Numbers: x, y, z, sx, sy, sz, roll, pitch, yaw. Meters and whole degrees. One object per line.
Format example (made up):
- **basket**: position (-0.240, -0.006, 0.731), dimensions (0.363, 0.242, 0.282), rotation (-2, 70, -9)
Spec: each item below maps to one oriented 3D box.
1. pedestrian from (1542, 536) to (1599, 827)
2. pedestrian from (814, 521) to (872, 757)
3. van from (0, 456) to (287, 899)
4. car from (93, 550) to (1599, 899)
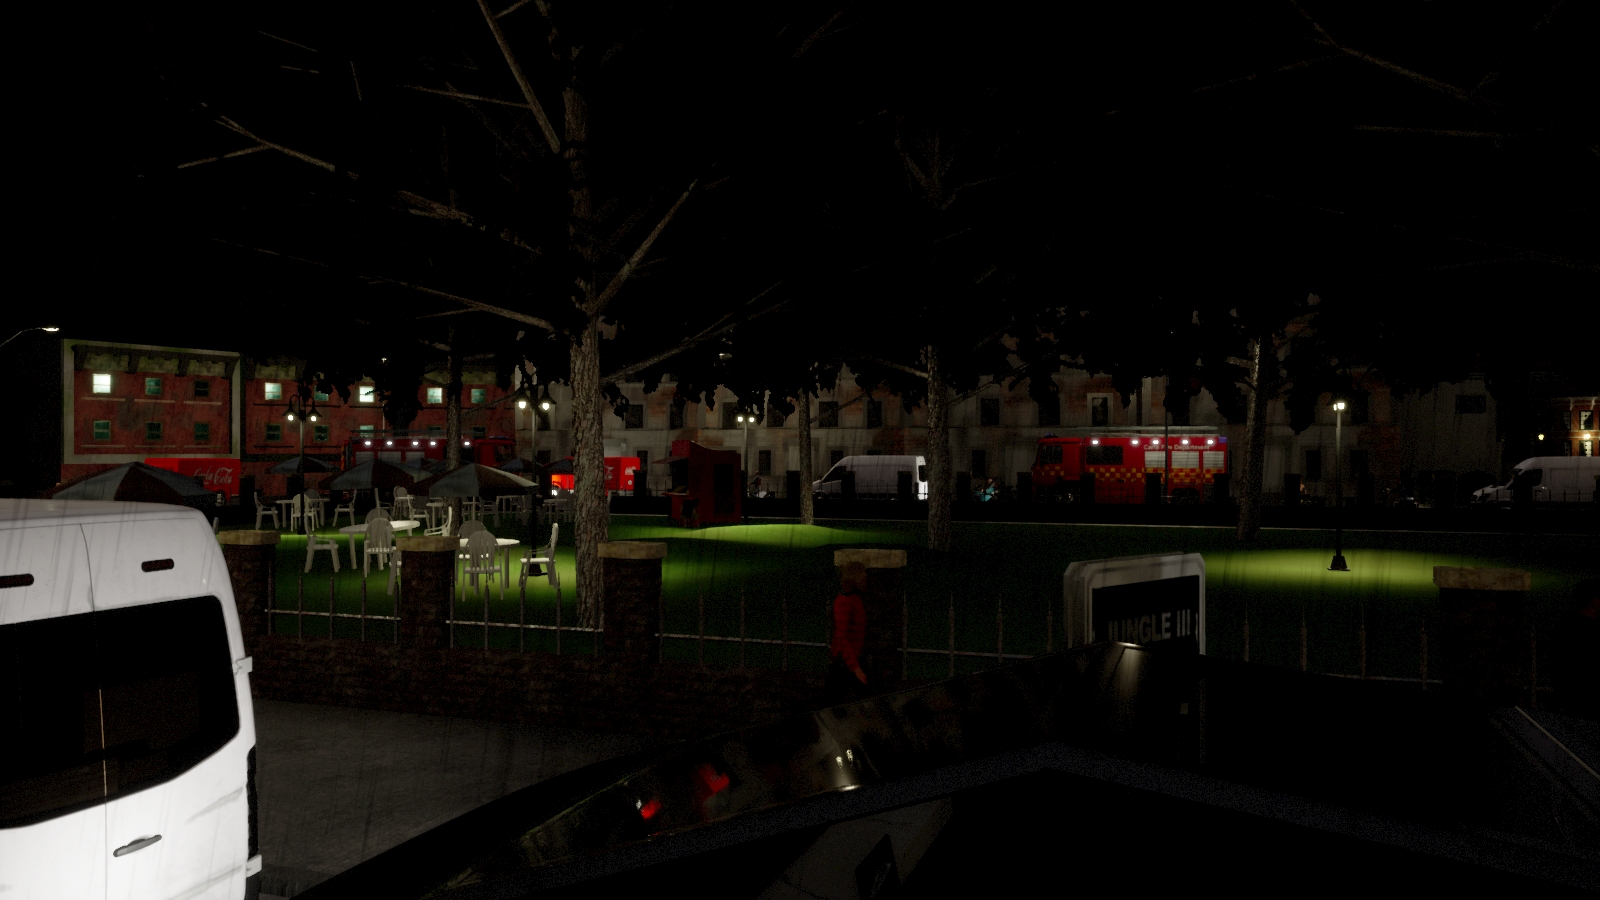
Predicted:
- **pedestrian**: position (5.229, 1.524, 7.638), dimensions (0.375, 1.860, 0.375), rotation (0, 0, 20)
- **pedestrian**: position (0.358, 1.526, 9.387), dimensions (0.375, 1.860, 0.375), rotation (0, 0, 20)
- **van**: position (-5.749, 1.318, 5.932), dimensions (5.915, 2.561, 1.988), rotation (0, 0, 20)
- **car**: position (1.308, 1.534, 3.365), dimensions (6.274, 2.098, 2.390), rotation (0, 0, 20)
